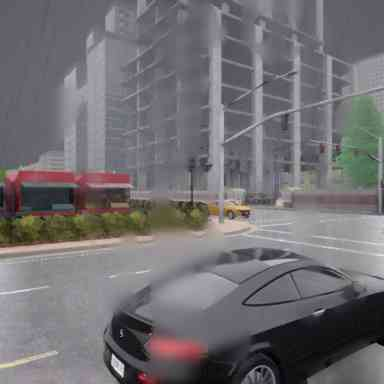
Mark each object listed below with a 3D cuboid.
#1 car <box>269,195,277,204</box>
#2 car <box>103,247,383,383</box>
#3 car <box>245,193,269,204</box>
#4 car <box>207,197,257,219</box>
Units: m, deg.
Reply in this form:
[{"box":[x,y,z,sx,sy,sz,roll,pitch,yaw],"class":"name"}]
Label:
[{"box":[13.228,1.114,59.396,1.905,1.878,3.866,0,0,-36],"class":"car"},{"box":[1.147,1.526,4.605,4.674,1.442,1.812,0,0,-35],"class":"car"},{"box":[10.840,1.114,57.680,1.905,1.878,3.866,0,0,-36],"class":"car"},{"box":[2.859,1.422,28.401,1.882,1.535,5.008,0,0,-36],"class":"car"}]
